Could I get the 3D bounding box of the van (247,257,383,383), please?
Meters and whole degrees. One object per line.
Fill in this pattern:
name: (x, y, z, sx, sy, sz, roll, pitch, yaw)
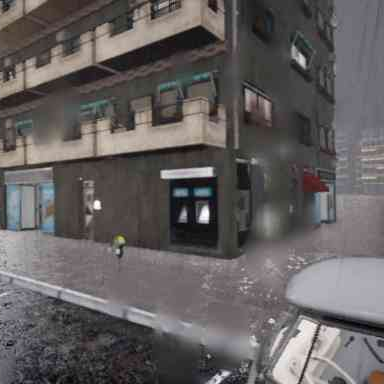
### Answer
van: (2.113, 1.340, 1.384, 3.998, 1.788, 1.690, 0, -1, 36)
